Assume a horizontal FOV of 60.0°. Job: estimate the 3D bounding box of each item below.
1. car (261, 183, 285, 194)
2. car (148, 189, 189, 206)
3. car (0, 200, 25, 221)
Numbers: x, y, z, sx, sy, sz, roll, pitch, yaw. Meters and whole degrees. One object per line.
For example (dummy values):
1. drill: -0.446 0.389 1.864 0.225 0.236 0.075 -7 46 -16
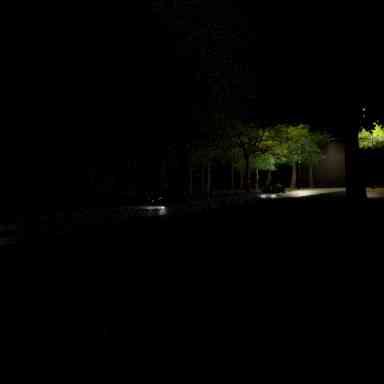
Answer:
1. car: 12.326 -0.589 50.704 2.097 1.767 4.553 -1 2 38
2. car: -2.147 0.478 31.970 1.812 1.442 4.674 -1 2 38
3. car: -12.422 1.184 19.969 4.718 1.301 1.895 -3 2 -40
